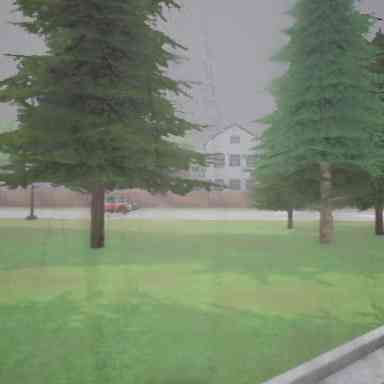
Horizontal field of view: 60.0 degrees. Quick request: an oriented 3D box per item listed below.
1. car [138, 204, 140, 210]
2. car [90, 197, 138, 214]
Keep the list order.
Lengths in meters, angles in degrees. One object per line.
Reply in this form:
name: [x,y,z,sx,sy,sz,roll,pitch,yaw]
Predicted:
car: [-8.576,1.433,40.040,4.553,1.767,2.097,0,0,3]
car: [-8.720,1.423,36.543,4.553,1.767,2.097,0,0,3]
